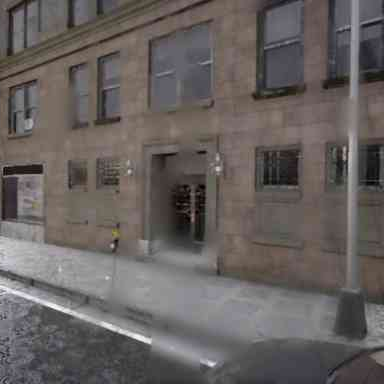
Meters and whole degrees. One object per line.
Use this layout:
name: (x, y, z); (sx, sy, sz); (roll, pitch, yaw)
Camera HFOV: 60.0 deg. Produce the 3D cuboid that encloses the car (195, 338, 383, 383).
car: (1.929, 1.558, 1.702); (4.403, 1.369, 2.008); (1, 1, 35)
